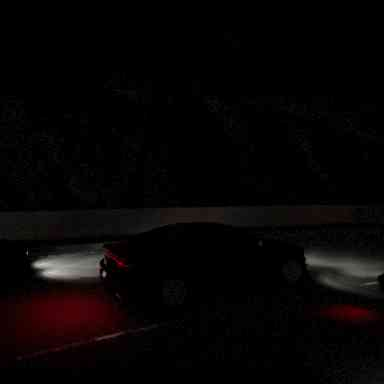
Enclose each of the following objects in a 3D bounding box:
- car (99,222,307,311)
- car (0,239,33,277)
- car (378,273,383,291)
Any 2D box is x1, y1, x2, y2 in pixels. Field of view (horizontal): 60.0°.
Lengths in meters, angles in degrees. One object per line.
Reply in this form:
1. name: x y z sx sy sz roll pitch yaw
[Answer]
1. car: 0.453 1.434 7.672 5.008 1.535 1.882 0 0 -29
2. car: -6.691 1.476 7.649 5.357 1.411 2.033 0 0 -35
3. car: 6.348 1.533 6.785 5.357 1.411 2.033 0 0 -22
